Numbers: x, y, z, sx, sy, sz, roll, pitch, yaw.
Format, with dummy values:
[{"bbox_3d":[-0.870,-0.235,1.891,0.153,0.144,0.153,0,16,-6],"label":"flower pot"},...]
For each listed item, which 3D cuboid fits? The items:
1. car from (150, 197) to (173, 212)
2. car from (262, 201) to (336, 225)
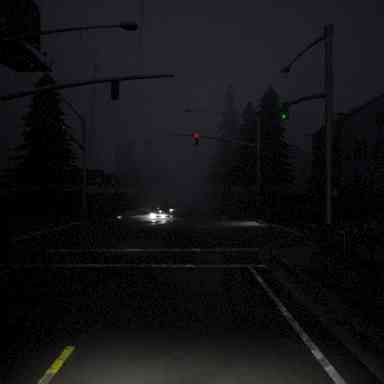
[{"bbox_3d":[-3.627,1.491,38.102,2.128,1.511,4.902,0,0,0],"label":"car"},{"bbox_3d":[6.915,1.334,21.688,4.674,1.442,1.812,0,0,0],"label":"car"}]
